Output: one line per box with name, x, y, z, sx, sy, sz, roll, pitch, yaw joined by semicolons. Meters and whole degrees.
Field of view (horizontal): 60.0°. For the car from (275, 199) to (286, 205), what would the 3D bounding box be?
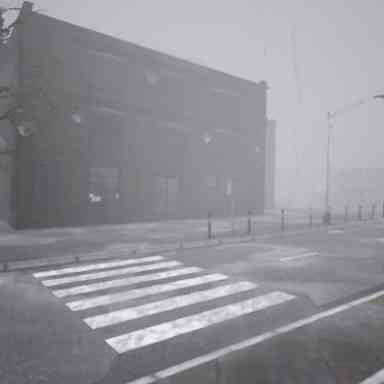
car;19.871;2.235;76.271;2.163;1.488;4.792;1;-1;43
